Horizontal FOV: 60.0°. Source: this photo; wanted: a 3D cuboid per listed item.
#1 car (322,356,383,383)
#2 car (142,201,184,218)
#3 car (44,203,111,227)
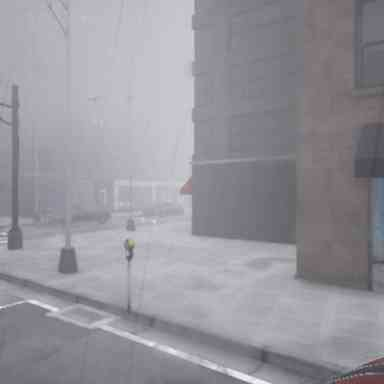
[{"bbox_3d":[2.339,1.441,1.178,4.097,1.590,1.967,0,0,36],"label":"car"},{"bbox_3d":[-2.530,1.548,29.967,1.994,1.385,4.181,0,0,35],"label":"car"},{"bbox_3d":[-7.648,1.508,22.686,1.812,1.442,4.674,0,0,37],"label":"car"}]
